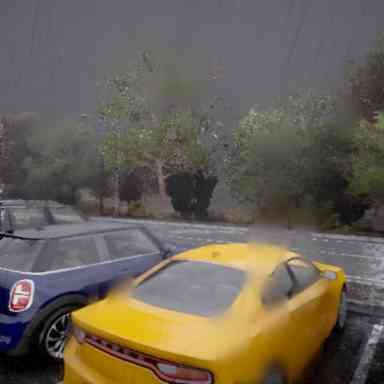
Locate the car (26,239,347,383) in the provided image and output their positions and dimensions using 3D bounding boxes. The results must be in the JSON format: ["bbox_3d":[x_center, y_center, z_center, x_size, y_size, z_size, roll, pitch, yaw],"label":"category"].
[{"bbox_3d":[0.754,1.467,4.598,2.097,1.535,5.008,0,0,35],"label":"car"}]

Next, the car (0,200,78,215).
[{"bbox_3d":[-3.747,1.197,7.843,2.435,2.045,5.566,0,0,35],"label":"car"}]

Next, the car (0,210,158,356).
[{"bbox_3d":[-1.523,1.330,6.188,2.185,1.767,4.553,0,0,35],"label":"car"}]
